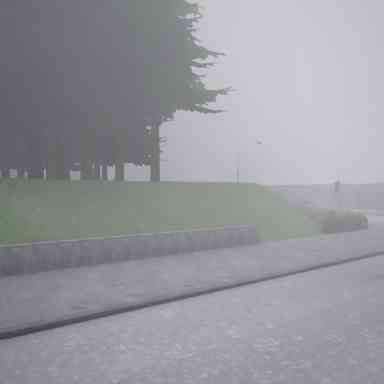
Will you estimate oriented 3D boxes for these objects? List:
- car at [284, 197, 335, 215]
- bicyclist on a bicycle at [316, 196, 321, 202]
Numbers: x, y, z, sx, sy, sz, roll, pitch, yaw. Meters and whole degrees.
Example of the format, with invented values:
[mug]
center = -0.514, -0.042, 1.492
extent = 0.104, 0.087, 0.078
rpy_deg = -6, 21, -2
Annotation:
[car]
center = 10.876, 1.352, 30.829
extent = 2.097, 1.767, 4.553
rpy_deg = 0, 0, -35
[bicyclist on a bicycle]
center = 14.921, 1.349, 39.633
extent = 1.656, 1.620, 0.582
rpy_deg = 0, 0, -35
